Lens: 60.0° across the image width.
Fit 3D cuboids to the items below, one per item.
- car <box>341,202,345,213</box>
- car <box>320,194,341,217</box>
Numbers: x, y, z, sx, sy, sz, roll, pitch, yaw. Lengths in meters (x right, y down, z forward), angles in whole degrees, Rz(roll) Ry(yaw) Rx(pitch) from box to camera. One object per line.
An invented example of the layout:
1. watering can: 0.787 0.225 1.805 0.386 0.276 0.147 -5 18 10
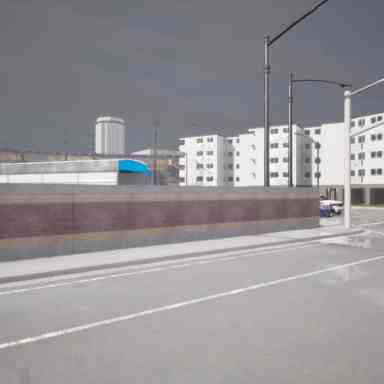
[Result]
1. car: 12.620 1.221 33.799 2.150 2.045 5.566 0 0 -35
2. car: 10.710 1.352 30.364 2.097 1.767 4.553 0 0 -33
